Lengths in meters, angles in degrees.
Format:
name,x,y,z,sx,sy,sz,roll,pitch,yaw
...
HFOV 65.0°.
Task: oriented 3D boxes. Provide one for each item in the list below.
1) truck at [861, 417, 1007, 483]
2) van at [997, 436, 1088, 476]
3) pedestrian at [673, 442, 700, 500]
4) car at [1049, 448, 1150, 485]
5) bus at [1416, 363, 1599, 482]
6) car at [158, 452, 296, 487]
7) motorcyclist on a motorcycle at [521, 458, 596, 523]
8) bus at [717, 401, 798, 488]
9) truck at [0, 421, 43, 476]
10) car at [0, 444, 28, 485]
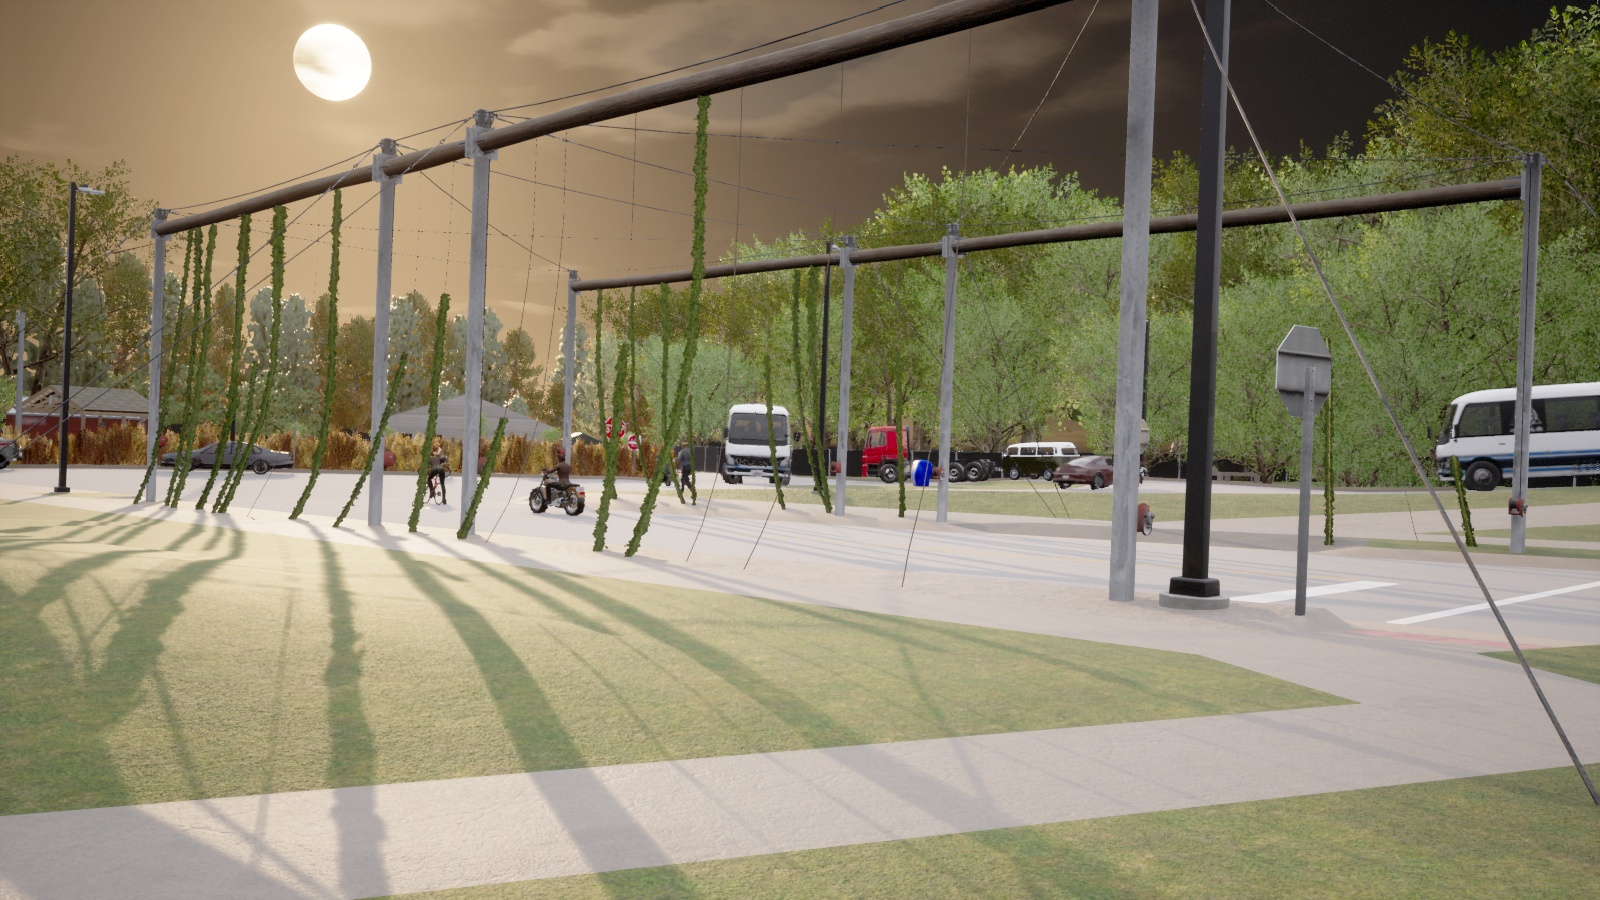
name,x,y,z,sx,sy,sz,roll,pitch,yaw
truck,7.899,0.026,73.962,7.936,3.462,2.891,-3,-1,19
van,12.881,0.328,66.969,2.069,2.038,4.480,-2,1,-36
pedestrian,-3.649,0.662,40.345,0.694,1.848,0.540,1,1,45
car,12.921,0.691,54.033,4.674,1.442,1.812,-1,0,-41
bus,31.253,-1.211,51.418,10.273,4.253,3.944,-5,-2,22
car,-24.987,0.853,55.004,5.357,1.411,2.033,1,1,-20
motorcyclist on a motorcycle,-6.378,1.052,33.081,2.350,1.649,0.766,-1,-1,45
bus,-2.274,-0.196,67.621,3.944,4.253,10.273,1,-1,-2
truck,-53.754,-0.060,80.994,7.936,3.462,2.891,-1,1,-18
car,-34.776,0.611,51.455,5.027,1.651,2.152,-1,1,-20
